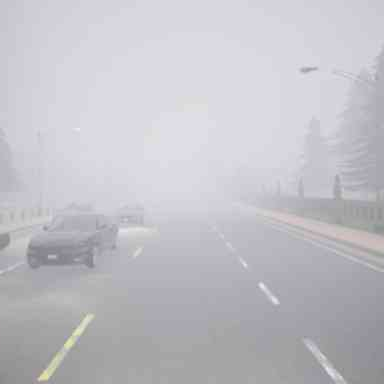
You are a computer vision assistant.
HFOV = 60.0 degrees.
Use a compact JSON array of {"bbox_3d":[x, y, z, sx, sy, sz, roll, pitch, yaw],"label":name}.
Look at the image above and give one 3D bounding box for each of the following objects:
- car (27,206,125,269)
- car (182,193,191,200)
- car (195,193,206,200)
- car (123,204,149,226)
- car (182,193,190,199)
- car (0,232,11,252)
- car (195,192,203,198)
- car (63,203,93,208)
[{"bbox_3d":[-3.819,1.465,11.465,1.882,1.535,5.008,-1,0,-1],"label":"car"},{"bbox_3d":[-1.292,1.066,76.553,1.812,1.442,4.674,-1,0,-2],"label":"car"},{"bbox_3d":[2.201,1.036,77.127,1.994,1.385,4.181,-1,0,-2],"label":"car"},{"bbox_3d":[-4.053,1.488,22.332,1.994,1.385,4.181,-1,0,-1],"label":"car"},{"bbox_3d":[-1.605,0.937,86.832,2.033,1.411,5.357,-1,0,-2],"label":"car"},{"bbox_3d":[-7.274,1.656,9.475,1.895,1.301,4.718,-1,0,-1],"label":"car"},{"bbox_3d":[1.893,0.864,86.910,1.812,1.442,4.674,-1,0,-2],"label":"car"},{"bbox_3d":[-7.546,1.474,21.853,2.128,1.511,4.902,-1,0,-1],"label":"car"}]
